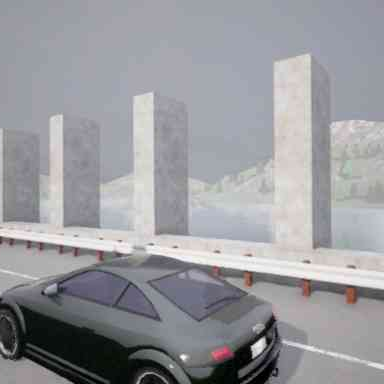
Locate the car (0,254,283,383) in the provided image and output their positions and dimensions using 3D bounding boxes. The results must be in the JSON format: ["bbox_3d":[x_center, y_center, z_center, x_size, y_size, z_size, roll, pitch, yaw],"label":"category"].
[{"bbox_3d":[-0.940,1.592,4.608,4.181,1.385,1.994,-1,0,35],"label":"car"}]
